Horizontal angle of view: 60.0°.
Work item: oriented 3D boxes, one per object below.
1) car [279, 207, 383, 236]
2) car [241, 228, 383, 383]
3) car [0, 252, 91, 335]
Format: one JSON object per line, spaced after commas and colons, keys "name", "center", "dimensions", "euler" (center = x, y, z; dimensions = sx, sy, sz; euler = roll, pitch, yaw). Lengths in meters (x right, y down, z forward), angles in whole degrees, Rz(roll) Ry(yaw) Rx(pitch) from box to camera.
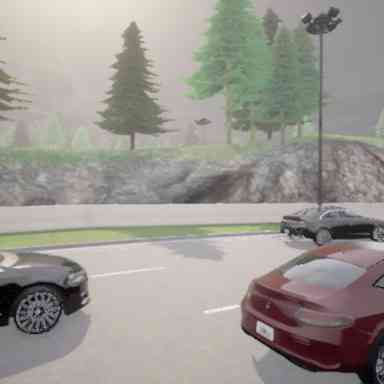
{"name": "car", "center": [6.102, 1.381, 14.172], "dimensions": [4.902, 1.511, 2.128], "euler": [0, 1, -20]}
{"name": "car", "center": [2.911, 1.488, 5.047], "dimensions": [4.674, 1.442, 1.812], "euler": [0, 0, -28]}
{"name": "car", "center": [-4.038, 1.418, 4.906], "dimensions": [4.902, 1.511, 2.128], "euler": [0, 1, -36]}
